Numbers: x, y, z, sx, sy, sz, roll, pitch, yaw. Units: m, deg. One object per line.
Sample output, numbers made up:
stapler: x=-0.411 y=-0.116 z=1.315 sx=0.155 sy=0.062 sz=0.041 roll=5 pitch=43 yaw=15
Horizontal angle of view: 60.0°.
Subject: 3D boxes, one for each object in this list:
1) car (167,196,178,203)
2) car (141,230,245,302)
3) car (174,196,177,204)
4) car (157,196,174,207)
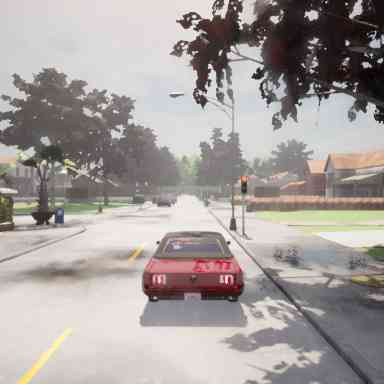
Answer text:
car: x=-4.127 y=1.540 z=71.179 sx=2.033 sy=1.411 sz=5.357 roll=0 pitch=0 yaw=0
car: x=0.037 y=1.601 z=8.202 sx=1.895 sy=1.301 sz=4.718 roll=0 pitch=0 yaw=0
car: x=-4.175 y=1.564 z=60.817 sx=1.994 sy=1.385 sz=4.181 roll=0 pitch=0 yaw=0
car: x=-4.187 y=1.601 z=50.826 sx=1.895 sy=1.301 sz=4.718 roll=0 pitch=0 yaw=0
